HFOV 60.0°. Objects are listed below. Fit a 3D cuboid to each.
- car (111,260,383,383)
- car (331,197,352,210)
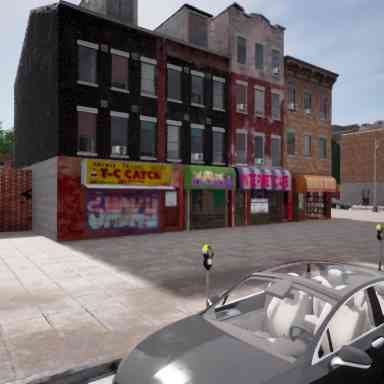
[{"bbox_3d":[1.290,1.552,3.719,4.403,1.369,2.008,0,0,-35],"label":"car"},{"bbox_3d":[16.655,1.383,39.979,1.837,1.490,4.892,0,0,-36],"label":"car"}]
